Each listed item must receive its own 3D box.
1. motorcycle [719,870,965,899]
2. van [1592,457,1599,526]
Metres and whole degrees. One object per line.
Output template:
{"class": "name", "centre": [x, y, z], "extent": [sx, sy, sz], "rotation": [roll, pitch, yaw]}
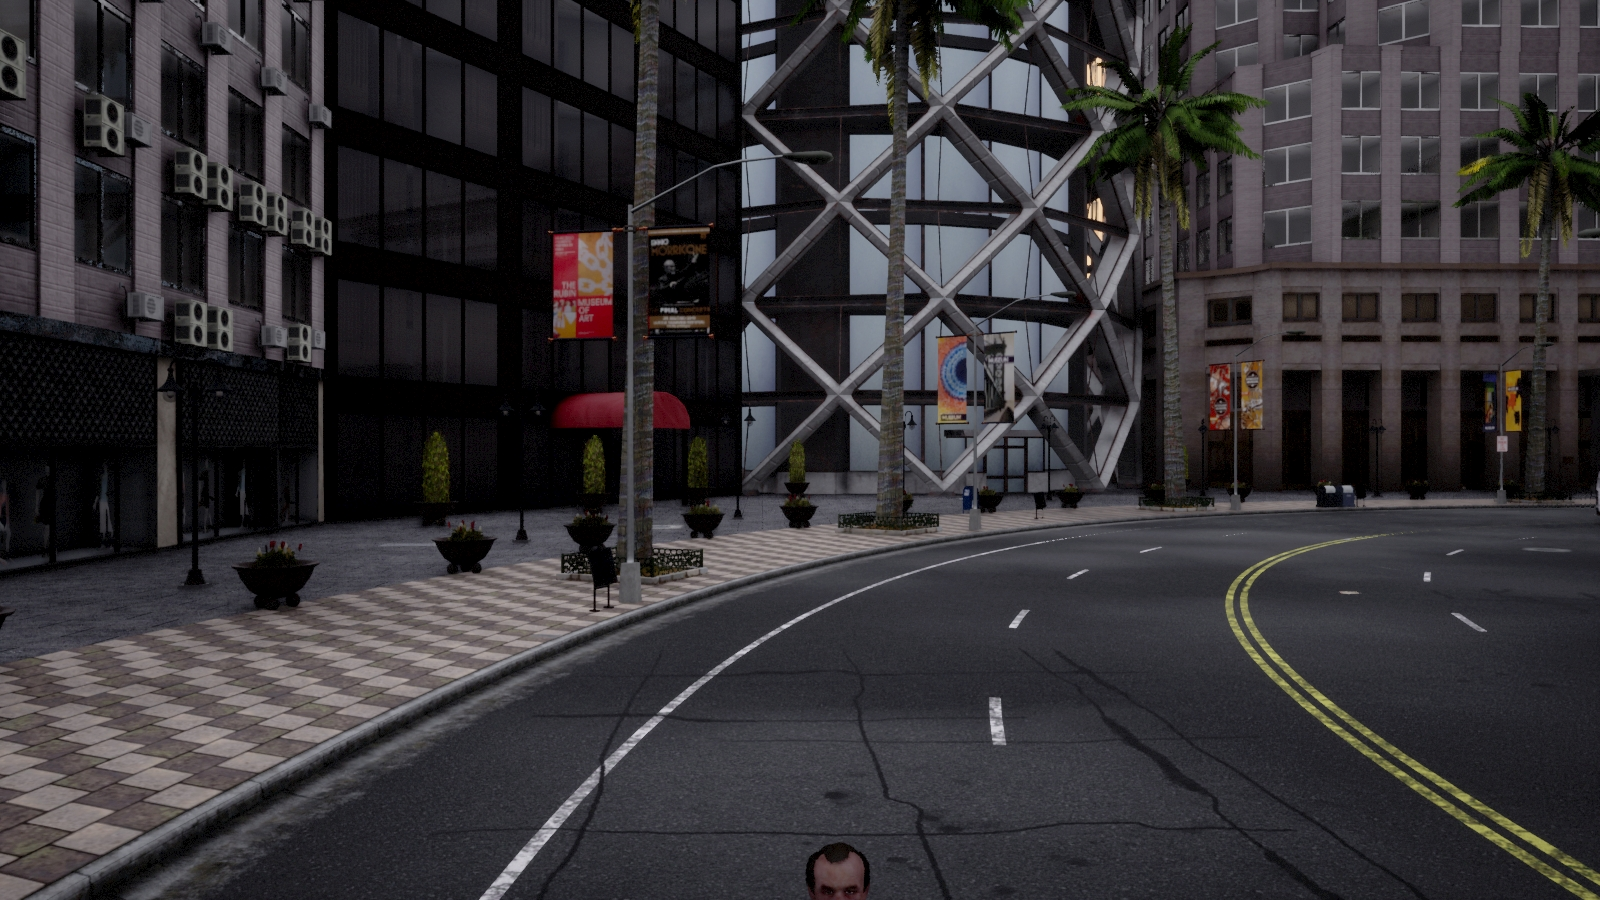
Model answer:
{"class": "motorcycle", "centre": [0.124, 2.182, 3.338], "extent": [0.856, 1.236, 1.805], "rotation": [0, 0, 2]}
{"class": "van", "centre": [32.799, 1.534, 42.778], "extent": [5.915, 2.561, 1.988], "rotation": [0, 0, -18]}
